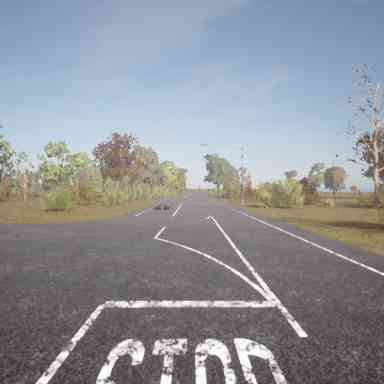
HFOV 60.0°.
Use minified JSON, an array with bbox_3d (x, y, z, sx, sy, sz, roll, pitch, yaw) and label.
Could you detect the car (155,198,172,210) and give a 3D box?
[{"bbox_3d":[-3.540,1.505,42.000,2.033,1.411,5.357,0,0,0],"label":"car"}]
